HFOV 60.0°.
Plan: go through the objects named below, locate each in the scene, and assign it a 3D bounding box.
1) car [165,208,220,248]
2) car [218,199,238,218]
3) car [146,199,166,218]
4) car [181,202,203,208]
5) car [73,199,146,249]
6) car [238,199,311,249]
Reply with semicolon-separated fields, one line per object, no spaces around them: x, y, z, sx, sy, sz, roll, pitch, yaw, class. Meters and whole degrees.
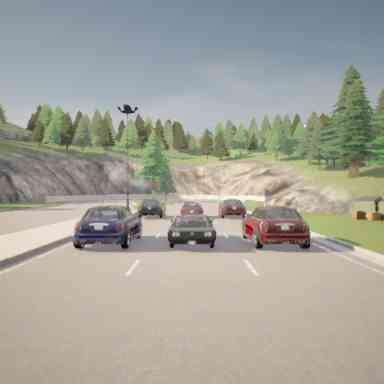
0.000;1.613;14.680;1.895;1.301;4.718;0;0;0;car
3.500;1.364;29.620;2.097;1.767;4.553;0;0;0;car
-3.500;1.363;29.620;2.097;1.767;4.553;0;0;0;car
0.000;1.570;29.650;1.994;1.385;4.181;0;0;0;car
-3.500;1.363;14.620;2.097;1.767;4.553;0;0;0;car
3.500;1.363;14.620;2.097;1.767;4.553;0;0;0;car
